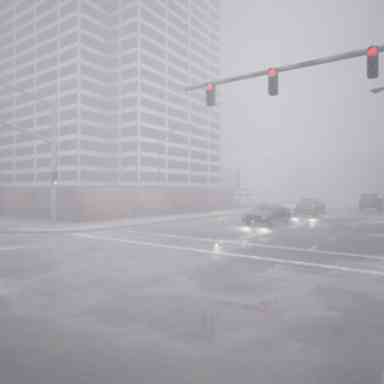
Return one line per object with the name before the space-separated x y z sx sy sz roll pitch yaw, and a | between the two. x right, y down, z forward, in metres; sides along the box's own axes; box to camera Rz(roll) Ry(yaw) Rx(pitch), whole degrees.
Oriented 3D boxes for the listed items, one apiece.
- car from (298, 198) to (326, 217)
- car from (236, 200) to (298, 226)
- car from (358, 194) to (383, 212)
car | 11.168 1.339 31.624 2.097 1.767 4.553 0 0 35
car | 5.434 1.535 23.529 2.033 1.411 5.357 0 0 35
car | 21.464 1.213 39.885 2.150 2.045 5.566 0 0 35
